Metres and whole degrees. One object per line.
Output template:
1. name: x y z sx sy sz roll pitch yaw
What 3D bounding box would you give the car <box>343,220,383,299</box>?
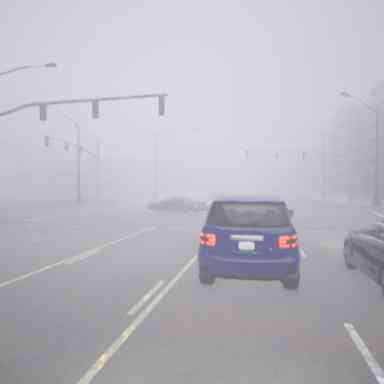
1. car: 4.822 1.362 7.457 2.128 1.511 4.902 0 1 11

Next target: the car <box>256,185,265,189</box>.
1. car: 15.634 -0.350 75.456 1.994 1.385 4.181 0 2 11

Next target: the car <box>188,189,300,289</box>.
1. car: 1.561 1.071 8.989 2.150 2.045 5.566 0 1 11

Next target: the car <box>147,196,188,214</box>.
1. car: -1.312 1.056 28.054 5.357 1.411 2.033 1 1 35

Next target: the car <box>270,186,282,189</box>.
1. car: 19.056 -0.538 74.718 2.097 1.767 4.553 0 2 11

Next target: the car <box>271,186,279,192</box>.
1. car: 21.055 -0.800 84.561 1.837 1.490 4.892 0 1 11
